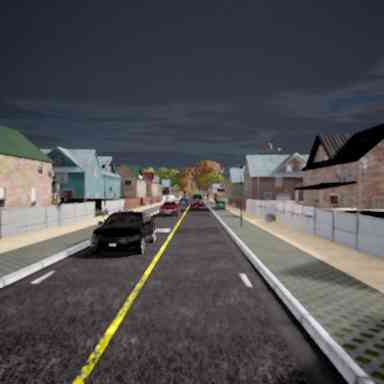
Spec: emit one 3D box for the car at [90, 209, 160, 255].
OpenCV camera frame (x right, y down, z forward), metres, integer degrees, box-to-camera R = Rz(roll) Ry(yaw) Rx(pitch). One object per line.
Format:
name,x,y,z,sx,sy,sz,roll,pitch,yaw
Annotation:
car,-2.662,1.535,13.785,1.882,1.535,5.008,0,0,1

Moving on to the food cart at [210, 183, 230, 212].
food cart,3.687,0.714,44.208,2.280,3.560,4.660,1,0,1

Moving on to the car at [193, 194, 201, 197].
car,1.016,1.511,67.532,2.150,2.045,5.566,0,0,1

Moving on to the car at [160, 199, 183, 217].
car,-2.257,1.693,34.025,1.812,1.442,4.674,0,0,1

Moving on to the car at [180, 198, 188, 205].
car,-1.728,1.876,68.579,1.812,1.442,4.674,0,0,1

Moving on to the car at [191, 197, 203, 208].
car,0.773,1.844,52.156,1.895,1.301,4.718,0,0,1
